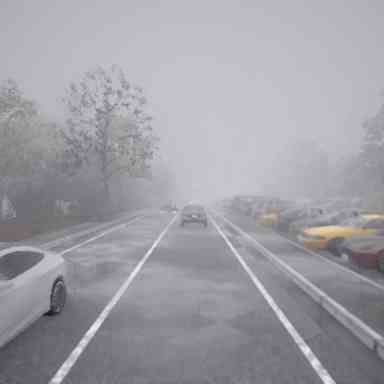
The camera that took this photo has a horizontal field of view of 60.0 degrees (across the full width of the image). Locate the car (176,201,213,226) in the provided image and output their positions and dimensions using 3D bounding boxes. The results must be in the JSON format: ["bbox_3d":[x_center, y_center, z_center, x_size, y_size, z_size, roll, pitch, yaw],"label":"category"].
[{"bbox_3d":[0.139,1.637,24.081,2.033,1.411,5.357,0,0,0],"label":"car"}]

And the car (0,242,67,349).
[{"bbox_3d":[-3.344,1.539,4.826,1.812,1.442,4.674,0,0,0],"label":"car"}]

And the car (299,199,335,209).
[{"bbox_3d":[20.283,1.955,54.164,5.008,1.535,2.097,0,-1,0],"label":"car"}]

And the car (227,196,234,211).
[{"bbox_3d":[7.169,1.389,37.772,5.566,2.045,2.435,0,0,0],"label":"car"}]

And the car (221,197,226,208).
[{"bbox_3d":[7.156,1.879,48.855,4.792,1.488,2.163,0,-1,0],"label":"car"}]

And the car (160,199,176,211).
[{"bbox_3d":[-3.231,1.678,45.656,2.097,1.767,4.553,0,-1,0],"label":"car"}]

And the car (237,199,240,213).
[{"bbox_3d":[7.120,1.658,32.219,4.674,1.452,2.002,0,0,0],"label":"car"}]

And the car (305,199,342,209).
[{"bbox_3d":[20.271,1.900,51.395,4.892,1.521,2.231,0,-1,0],"label":"car"}]

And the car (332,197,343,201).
[{"bbox_3d":[20.236,1.675,40.317,5.008,1.535,2.097,0,-1,0],"label":"car"}]

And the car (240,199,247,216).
[{"bbox_3d":[7.101,1.606,29.443,5.008,1.535,2.097,0,0,0],"label":"car"}]

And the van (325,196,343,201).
[{"bbox_3d":[20.125,1.505,43.092,4.442,1.987,1.878,0,-1,0],"label":"van"}]

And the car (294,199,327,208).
[{"bbox_3d":[20.295,2.013,57.060,5.008,1.535,2.097,0,-1,0],"label":"car"}]

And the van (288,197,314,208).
[{"bbox_3d":[20.439,1.897,62.478,4.442,1.987,1.878,0,-1,0],"label":"van"}]

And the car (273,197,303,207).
[{"bbox_3d":[20.385,2.047,70.784,5.566,2.045,2.435,0,-2,0],"label":"car"}]

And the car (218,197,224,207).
[{"bbox_3d":[7.215,1.962,54.405,5.008,1.535,2.097,0,-1,0],"label":"car"}]

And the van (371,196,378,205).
[{"bbox_3d":[20.314,1.389,32.152,4.442,1.987,1.878,0,0,0],"label":"van"}]

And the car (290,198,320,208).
[{"bbox_3d":[20.280,1.941,59.707,4.553,1.767,2.185,0,-1,0],"label":"car"}]

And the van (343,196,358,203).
[{"bbox_3d":[20.104,1.412,37.701,4.442,1.987,1.878,0,-1,0],"label":"van"}]

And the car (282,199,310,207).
[{"bbox_3d":[20.328,2.180,65.244,4.892,1.521,2.231,0,-1,0],"label":"car"}]

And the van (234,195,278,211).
[{"bbox_3d":[7.012,1.403,34.996,4.442,1.987,1.878,0,0,0],"label":"van"}]

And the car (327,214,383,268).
[{"bbox_3d":[6.997,1.556,10.010,4.792,1.488,2.163,0,0,0],"label":"car"}]

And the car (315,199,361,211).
[{"bbox_3d":[20.069,1.784,45.855,5.366,1.575,1.946,0,-1,0],"label":"car"}]

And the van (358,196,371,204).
[{"bbox_3d":[20.325,1.400,34.797,4.442,1.987,1.878,0,0,0],"label":"van"}]

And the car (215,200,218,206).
[{"bbox_3d":[7.273,2.160,62.731,4.792,1.488,2.163,0,-1,0],"label":"car"}]

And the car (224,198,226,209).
[{"bbox_3d":[7.177,1.834,46.077,4.674,1.452,2.002,0,-1,0],"label":"car"}]

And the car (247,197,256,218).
[{"bbox_3d":[7.063,1.469,26.667,4.553,1.767,2.185,0,0,0],"label":"car"}]

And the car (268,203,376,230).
[{"bbox_3d":[7.054,1.562,18.338,4.892,1.521,2.231,0,0,0],"label":"car"}]

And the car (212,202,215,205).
[{"bbox_3d":[7.227,1.935,65.513,5.566,2.045,2.435,0,-1,0],"label":"car"}]

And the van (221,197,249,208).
[{"bbox_3d":[7.337,1.792,57.185,4.442,1.987,1.878,0,-1,0],"label":"van"}]

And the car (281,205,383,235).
[{"bbox_3d":[7.055,1.550,15.562,4.892,1.521,2.231,0,0,0],"label":"car"}]

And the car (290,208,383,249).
[{"bbox_3d":[6.852,1.535,12.787,5.366,1.575,1.946,0,0,0],"label":"car"}]

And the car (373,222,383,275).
[{"bbox_3d":[6.985,1.544,7.233,4.792,1.488,2.163,0,0,0],"label":"car"}]

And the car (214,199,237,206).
[{"bbox_3d":[7.295,2.381,73.826,4.892,1.521,2.231,0,-2,0],"label":"car"}]

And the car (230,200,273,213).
[{"bbox_3d":[7.181,1.711,40.520,4.792,1.488,2.163,0,-1,0],"label":"car"}]

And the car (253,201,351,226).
[{"bbox_3d":[6.886,1.569,21.115,5.366,1.575,1.946,0,0,0],"label":"car"}]

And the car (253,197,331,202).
[{"bbox_3d":[7.052,1.458,23.891,4.553,1.767,2.185,0,0,0],"label":"car"}]

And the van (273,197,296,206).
[{"bbox_3d":[20.486,2.148,73.674,4.442,1.987,1.878,0,-2,0],"label":"van"}]

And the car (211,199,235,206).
[{"bbox_3d":[7.115,2.457,76.594,5.366,1.575,1.946,0,-2,0],"label":"car"}]

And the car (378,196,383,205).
[{"bbox_3d":[20.157,1.352,29.382,5.566,2.045,2.435,0,0,0],"label":"car"}]
